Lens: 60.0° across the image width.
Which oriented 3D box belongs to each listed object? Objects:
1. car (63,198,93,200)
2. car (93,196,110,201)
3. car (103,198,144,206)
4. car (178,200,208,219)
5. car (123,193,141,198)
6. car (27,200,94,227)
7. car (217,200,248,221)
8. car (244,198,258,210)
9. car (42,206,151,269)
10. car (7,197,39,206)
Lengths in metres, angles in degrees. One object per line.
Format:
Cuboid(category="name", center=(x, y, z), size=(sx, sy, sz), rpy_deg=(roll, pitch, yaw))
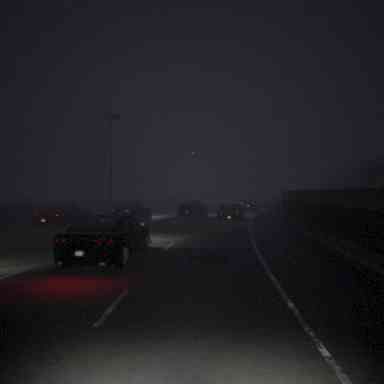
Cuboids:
Cuboid(category="car", center=(-15.033, 1.496, 41.156), size=(2.033, 1.411, 5.357), rpy_deg=(0, 0, 16))
Cuboid(category="car", center=(-16.812, 1.483, 60.189), size=(2.033, 1.411, 5.357), rpy_deg=(0, 0, 16))
Cuboid(category="car", center=(-4.422, 1.471, 24.412), size=(2.128, 1.511, 4.902), rpy_deg=(0, 0, 10))
Cuboid(category="car", center=(0.145, 1.465, 29.170), size=(1.882, 1.535, 5.008), rpy_deg=(0, 0, 13))
Cuboid(category="car", center=(-11.744, 0.955, 65.126), size=(2.097, 1.767, 4.553), rpy_deg=(0, 0, 16))
Cuboid(category="car", center=(-8.415, 1.497, 21.921), size=(1.812, 1.442, 4.674), rpy_deg=(0, 0, 9))
Cuboid(category="car", center=(3.254, 1.596, 27.127), size=(1.895, 1.301, 4.718), rpy_deg=(0, 0, 12))
Cuboid(category="car", center=(7.327, 1.523, 42.425), size=(1.812, 1.442, 4.674), rpy_deg=(0, 0, 16))
Cuboid(category="car", center=(-2.753, 1.467, 11.224), size=(1.882, 1.535, 5.008), rpy_deg=(0, 0, 5))
Cuboid(category="car", center=(-24.150, 1.418, 47.624), size=(2.128, 1.511, 4.902), rpy_deg=(0, 0, 16))
